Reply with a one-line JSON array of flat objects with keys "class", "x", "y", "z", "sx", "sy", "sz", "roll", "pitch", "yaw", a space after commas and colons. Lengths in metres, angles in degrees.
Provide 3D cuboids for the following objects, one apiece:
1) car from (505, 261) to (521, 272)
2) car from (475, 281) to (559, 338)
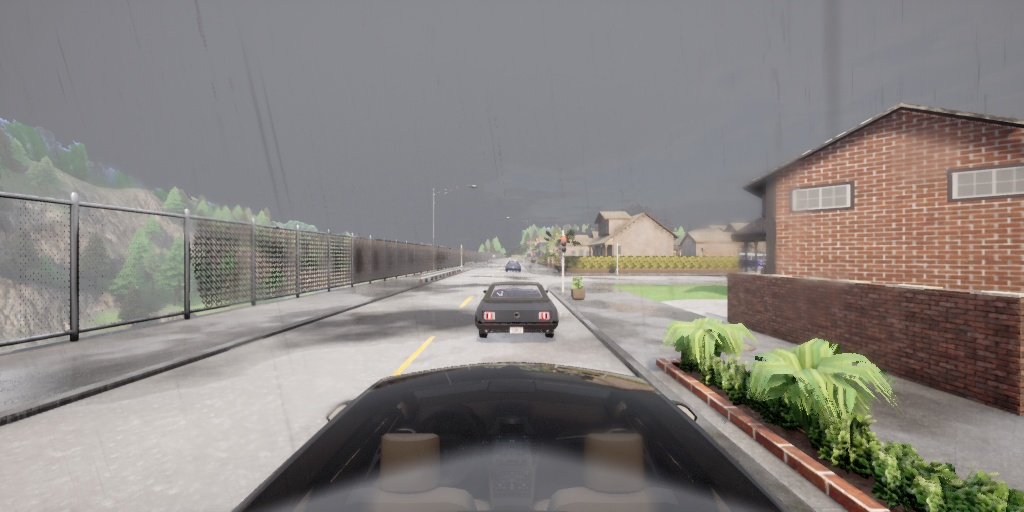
[{"class": "car", "x": 0.152, "y": 1.314, "z": 46.342, "sx": 1.994, "sy": 1.385, "sz": 4.181, "roll": 0, "pitch": 0, "yaw": 0}, {"class": "car", "x": 0.108, "y": 1.351, "z": 10.145, "sx": 1.895, "sy": 1.301, "sz": 4.718, "roll": 0, "pitch": 0, "yaw": 0}]
